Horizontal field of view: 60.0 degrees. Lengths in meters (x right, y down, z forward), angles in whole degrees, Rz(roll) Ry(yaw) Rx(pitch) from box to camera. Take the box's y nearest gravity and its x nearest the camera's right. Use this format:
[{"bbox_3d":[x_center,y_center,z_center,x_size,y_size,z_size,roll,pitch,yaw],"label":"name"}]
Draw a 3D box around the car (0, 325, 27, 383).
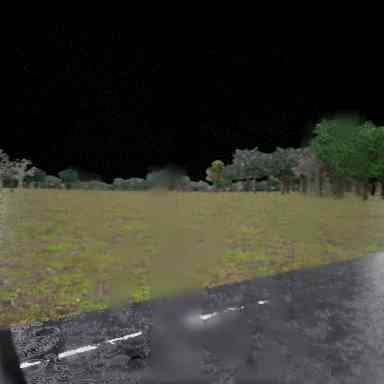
[{"bbox_3d":[-3.401,1.624,1.579,4.718,1.301,1.895,0,0,-34],"label":"car"}]
